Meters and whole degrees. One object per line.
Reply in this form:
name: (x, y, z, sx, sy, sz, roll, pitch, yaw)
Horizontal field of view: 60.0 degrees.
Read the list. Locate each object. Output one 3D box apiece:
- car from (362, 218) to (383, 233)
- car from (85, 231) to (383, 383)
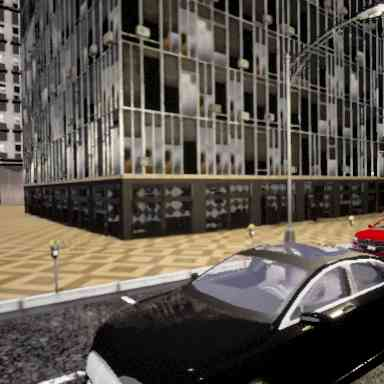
car: (7.552, 1.544, 11.939, 4.507, 1.381, 1.887, 0, -1, -36)
car: (1.180, 1.491, 4.223, 4.902, 1.511, 2.128, 0, 0, -36)
